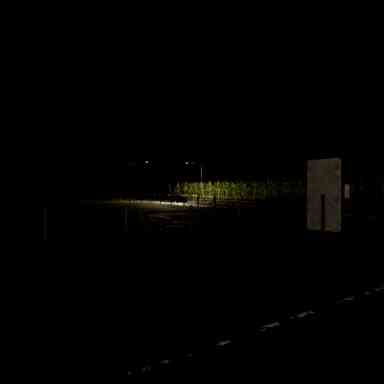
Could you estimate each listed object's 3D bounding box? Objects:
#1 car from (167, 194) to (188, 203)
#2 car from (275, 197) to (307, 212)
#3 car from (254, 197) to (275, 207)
[{"bbox_3d":[-2.538,1.167,57.249,1.837,1.490,4.892,0,0,-32],"label":"car"},{"bbox_3d":[11.631,1.343,35.153,2.128,1.511,4.902,0,1,-33],"label":"car"},{"bbox_3d":[10.536,1.357,43.613,2.033,1.411,5.357,0,0,-33],"label":"car"}]
